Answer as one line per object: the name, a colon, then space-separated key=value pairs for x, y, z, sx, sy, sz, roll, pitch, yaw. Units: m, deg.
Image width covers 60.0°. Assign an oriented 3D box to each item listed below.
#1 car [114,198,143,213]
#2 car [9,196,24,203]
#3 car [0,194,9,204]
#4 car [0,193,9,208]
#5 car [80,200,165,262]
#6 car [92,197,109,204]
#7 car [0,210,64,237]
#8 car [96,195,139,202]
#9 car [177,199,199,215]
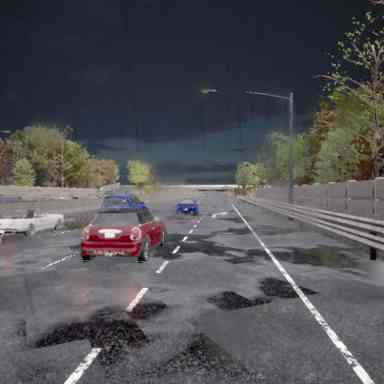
car: x=-7.054 y=1.481 z=37.391 sx=1.882 sy=1.535 sz=5.008 roll=0 pitch=0 yaw=5
car: x=-24.234 y=1.359 z=43.874 sx=2.097 sy=1.767 sz=4.553 roll=0 pitch=0 yaw=6
car: x=-18.631 y=1.223 z=28.319 sx=2.150 sy=2.045 sz=5.566 roll=0 pitch=0 yaw=5
car: x=-27.633 y=1.229 z=45.105 sx=2.150 sy=2.045 sz=5.566 roll=0 pitch=0 yaw=5
car: x=-2.320 y=1.351 z=12.314 sx=2.097 sy=1.767 sz=4.553 roll=0 pitch=0 yaw=5
car: x=-18.462 y=1.639 z=67.455 sx=1.895 sy=1.301 sz=4.718 roll=0 pitch=0 yaw=5
car: x=-8.826 y=1.600 z=18.025 sx=1.895 sy=1.301 sz=4.718 roll=0 pitch=0 yaw=5
car: x=-4.782 y=1.225 z=23.825 sx=2.150 sy=2.045 sz=5.566 roll=0 pitch=0 yaw=5
car: x=-0.358 y=1.480 z=33.754 sx=1.882 sy=1.535 sz=5.008 roll=0 pitch=0 yaw=5
